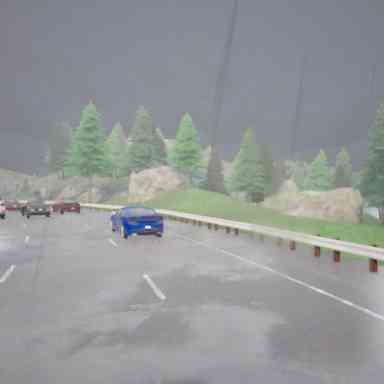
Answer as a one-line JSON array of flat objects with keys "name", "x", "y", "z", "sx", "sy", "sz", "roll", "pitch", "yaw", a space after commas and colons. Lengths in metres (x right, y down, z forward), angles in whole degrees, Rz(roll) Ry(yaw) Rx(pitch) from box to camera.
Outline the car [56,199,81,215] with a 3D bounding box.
[{"name": "car", "x": -13.022, "y": 1.455, "z": 34.115, "sx": 1.882, "sy": 1.535, "sz": 5.008, "roll": 0, "pitch": 0, "yaw": -37}]

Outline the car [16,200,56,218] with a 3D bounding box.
[{"name": "car", "x": -13.981, "y": 1.526, "z": 29.647, "sx": 2.033, "sy": 1.411, "sz": 5.357, "roll": 0, "pitch": 0, "yaw": -34}]

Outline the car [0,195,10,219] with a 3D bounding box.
[{"name": "car", "x": -17.369, "y": 1.198, "z": 28.396, "sx": 2.150, "sy": 2.045, "sz": 5.566, "roll": 0, "pitch": -1, "yaw": -36}]

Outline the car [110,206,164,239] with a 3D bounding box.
[{"name": "car", "x": -3.008, "y": 1.466, "z": 17.457, "sx": 1.882, "sy": 1.535, "sz": 5.008, "roll": 0, "pitch": 0, "yaw": -24}]

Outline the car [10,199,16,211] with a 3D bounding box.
[{"name": "car", "x": -20.816, "y": 1.539, "z": 38.013, "sx": 1.994, "sy": 1.385, "sz": 4.181, "roll": 0, "pitch": 0, "yaw": -43}]
